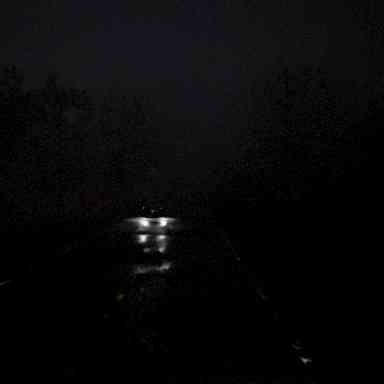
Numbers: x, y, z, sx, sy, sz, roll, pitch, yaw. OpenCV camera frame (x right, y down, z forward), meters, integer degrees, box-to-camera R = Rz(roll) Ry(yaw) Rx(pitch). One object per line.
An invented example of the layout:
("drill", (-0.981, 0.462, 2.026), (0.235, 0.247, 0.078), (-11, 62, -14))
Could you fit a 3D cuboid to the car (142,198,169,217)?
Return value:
("car", (-3.025, 1.260, 28.218), (1.837, 1.490, 4.892), (0, 0, 1))
